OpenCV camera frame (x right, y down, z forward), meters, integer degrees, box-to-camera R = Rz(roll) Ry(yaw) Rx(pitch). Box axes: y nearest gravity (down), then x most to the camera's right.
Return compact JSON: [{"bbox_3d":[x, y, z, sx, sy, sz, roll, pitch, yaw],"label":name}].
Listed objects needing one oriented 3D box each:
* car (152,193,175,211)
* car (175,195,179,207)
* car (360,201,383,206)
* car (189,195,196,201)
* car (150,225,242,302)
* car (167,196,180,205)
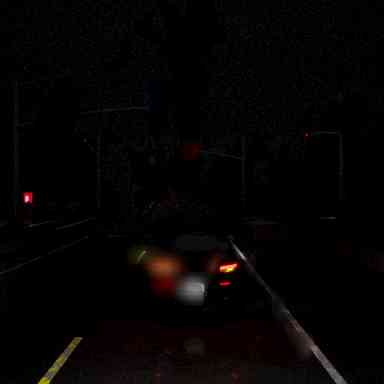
[{"bbox_3d":[-3.547,1.351,40.395,2.097,1.767,4.553,0,0,0],"label":"car"},{"bbox_3d":[-3.531,1.221,52.017,2.150,2.045,5.566,0,0,0],"label":"car"},{"bbox_3d":[15.574,1.528,28.695,5.357,1.411,2.033,0,0,-6],"label":"car"},{"bbox_3d":[0.099,1.525,80.931,2.128,1.511,4.902,0,0,0],"label":"car"},{"bbox_3d":[0.083,1.526,8.137,1.812,1.442,4.674,0,0,0],"label":"car"},{"bbox_3d":[-3.484,1.491,62.060,2.128,1.511,4.902,0,0,0],"label":"car"}]
